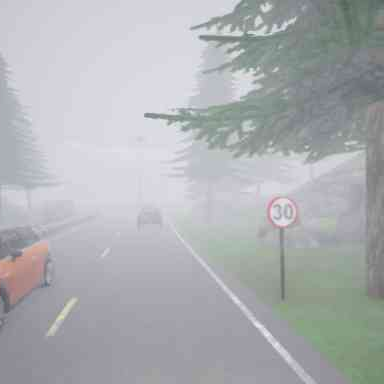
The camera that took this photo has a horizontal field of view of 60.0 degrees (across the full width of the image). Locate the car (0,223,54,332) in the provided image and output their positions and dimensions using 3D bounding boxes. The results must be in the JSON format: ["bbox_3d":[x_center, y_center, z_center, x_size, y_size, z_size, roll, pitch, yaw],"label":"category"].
[{"bbox_3d":[-4.414,1.521,6.730,2.097,1.767,4.553,-1,-1,-8],"label":"car"}]

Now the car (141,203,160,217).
[{"bbox_3d":[-4.960,2.139,40.022,2.033,1.411,5.357,-1,-1,-7],"label":"car"}]

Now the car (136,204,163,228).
[{"bbox_3d":[-3.228,1.868,25.439,2.128,1.511,4.902,-1,-1,-7],"label":"car"}]
